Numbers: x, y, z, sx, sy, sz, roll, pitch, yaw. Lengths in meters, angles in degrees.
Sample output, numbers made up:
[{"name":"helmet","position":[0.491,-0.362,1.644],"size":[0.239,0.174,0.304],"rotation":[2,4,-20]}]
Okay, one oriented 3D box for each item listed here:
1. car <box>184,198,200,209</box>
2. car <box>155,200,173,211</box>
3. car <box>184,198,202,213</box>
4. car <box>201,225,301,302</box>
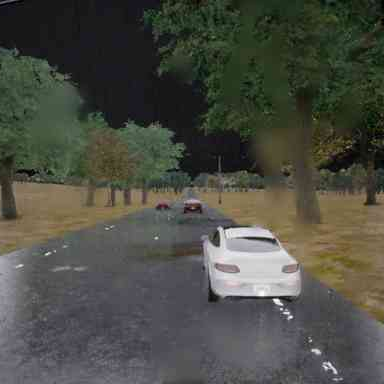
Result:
[{"name":"car","position":[0.041,1.588,46.813],"size":[2.128,1.511,4.902],"rotation":[0,-1,0]},{"name":"car","position":[-3.465,1.649,41.584],"size":[1.895,1.301,4.718],"rotation":[0,0,0]},{"name":"car","position":[0.114,1.507,36.750],"size":[1.882,1.535,5.008],"rotation":[0,0,0]},{"name":"car","position":[1.232,1.530,8.149],"size":[1.812,1.442,4.674],"rotation":[0,0,0]}]
